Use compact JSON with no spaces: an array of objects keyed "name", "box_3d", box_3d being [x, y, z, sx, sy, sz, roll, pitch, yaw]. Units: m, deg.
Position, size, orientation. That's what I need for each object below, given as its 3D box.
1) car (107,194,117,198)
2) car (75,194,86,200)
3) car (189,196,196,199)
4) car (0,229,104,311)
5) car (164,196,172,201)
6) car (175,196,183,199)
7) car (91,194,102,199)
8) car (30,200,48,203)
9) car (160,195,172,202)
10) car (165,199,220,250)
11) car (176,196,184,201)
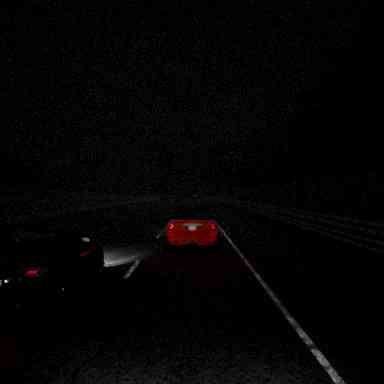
[{"name":"car","box_3d":[-17.410,1.264,73.496,1.812,1.442,4.674,0,-1,0]},{"name":"car","box_3d":[-24.410,1.248,73.505,1.812,1.442,4.674,0,-1,0]},{"name":"car","box_3d":[0.102,1.798,84.471,1.837,1.490,4.892,0,-1,0]},{"name":"car","box_3d":[-3.494,1.563,7.851,1.994,1.385,4.181,0,0,0]},{"name":"car","box_3d":[-6.885,1.840,94.516,1.994,1.385,4.181,0,-1,0]},{"name":"car","box_3d":[-3.399,1.786,84.092,1.837,1.490,4.892,0,-1,0]},{"name":"car","box_3d":[-20.910,1.256,73.500,1.812,1.442,4.674,0,-1,0]},{"name":"car","box_3d":[-17.457,1.592,37.654,1.895,1.301,4.718,0,0,0]},{"name":"car","box_3d":[-6.898,1.637,84.418,2.097,1.767,4.553,0,-1,0]},{"name":"car","box_3d":[0.015,1.362,14.555,2.097,1.767,4.553,0,0,0]},{"name":"car","box_3d":[-3.385,1.890,94.541,1.895,1.301,4.718,0,-1,0]}]
